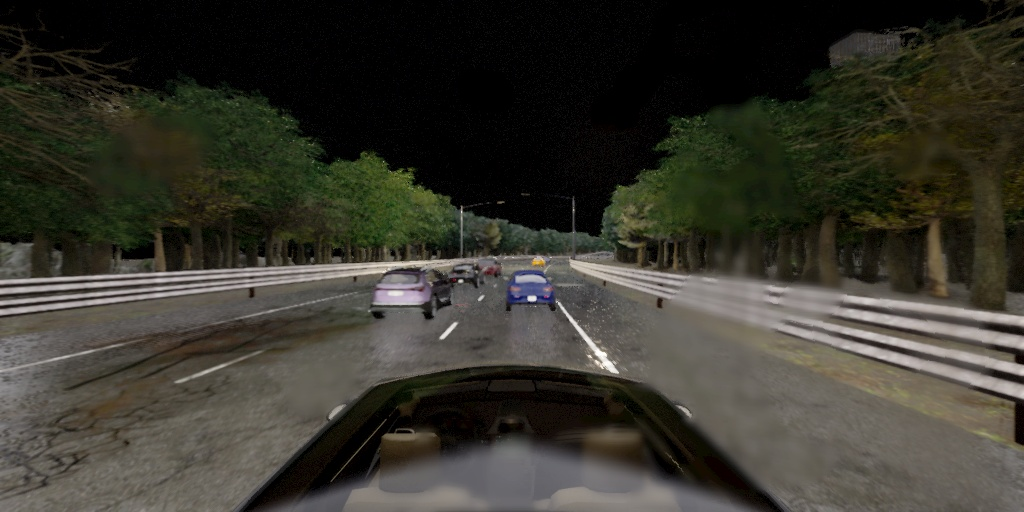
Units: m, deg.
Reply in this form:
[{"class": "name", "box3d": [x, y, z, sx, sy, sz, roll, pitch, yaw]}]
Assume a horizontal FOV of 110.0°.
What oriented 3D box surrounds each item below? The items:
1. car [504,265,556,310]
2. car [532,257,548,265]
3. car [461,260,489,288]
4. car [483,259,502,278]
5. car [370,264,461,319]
[{"class": "car", "box3d": [0.653, 1.272, 14.469, 1.812, 1.442, 4.674, 0, 0, -1]}, {"class": "car", "box3d": [4.569, 1.026, 61.118, 1.882, 1.535, 5.008, 0, 1, 9]}, {"class": "car", "box3d": [-2.897, 1.239, 23.634, 1.837, 1.490, 4.892, 0, 0, 3]}, {"class": "car", "box3d": [-2.156, 1.086, 34.438, 2.097, 1.767, 4.553, 0, 0, 5]}, {"class": "car", "box3d": [-3.350, 1.169, 12.785, 2.033, 1.649, 4.856, 0, 0, 2]}]
